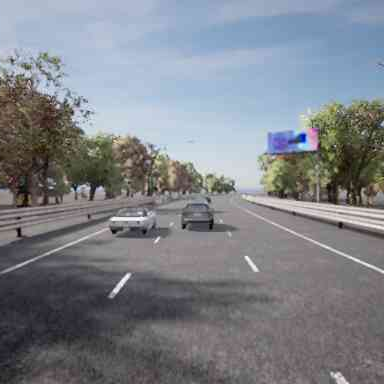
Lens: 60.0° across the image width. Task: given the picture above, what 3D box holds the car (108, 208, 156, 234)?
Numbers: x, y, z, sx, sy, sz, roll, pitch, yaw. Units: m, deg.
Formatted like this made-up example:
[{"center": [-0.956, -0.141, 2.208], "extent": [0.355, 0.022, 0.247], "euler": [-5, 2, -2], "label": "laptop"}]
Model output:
[{"center": [-3.149, 1.534, 18.529], "extent": [1.895, 1.301, 4.718], "euler": [0, 0, 1], "label": "car"}]

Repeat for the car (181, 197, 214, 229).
[{"center": [0.366, 1.357, 21.189], "extent": [2.033, 1.649, 4.856], "euler": [0, 0, 1], "label": "car"}]
